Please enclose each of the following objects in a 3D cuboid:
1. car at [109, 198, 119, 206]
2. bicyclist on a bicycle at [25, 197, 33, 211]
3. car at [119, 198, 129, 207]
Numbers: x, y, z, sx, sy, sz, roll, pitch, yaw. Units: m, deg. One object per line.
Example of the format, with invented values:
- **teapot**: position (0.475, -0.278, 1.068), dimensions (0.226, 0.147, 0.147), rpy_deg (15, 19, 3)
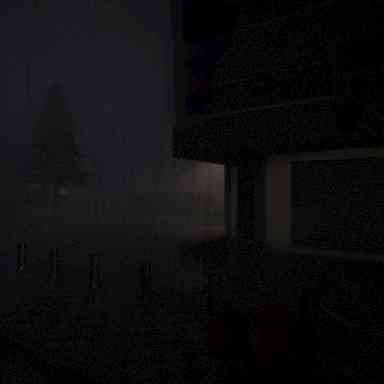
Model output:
- **car**: position (-11.280, 1.572, 53.535), dimensions (1.994, 1.385, 4.181), rpy_deg (0, 0, 36)
- **bicyclist on a bicycle**: position (-16.475, 1.299, 33.632), dimensions (1.656, 1.620, 0.582), rpy_deg (0, 0, 36)
- **car**: position (-8.418, 1.616, 51.519), dimensions (1.895, 1.301, 4.718), rpy_deg (0, 0, 36)
